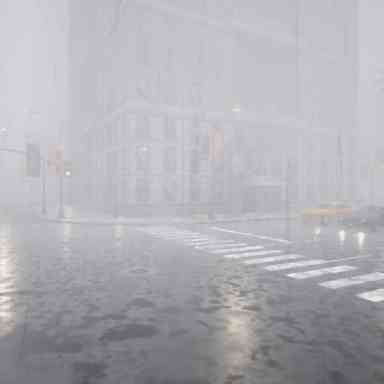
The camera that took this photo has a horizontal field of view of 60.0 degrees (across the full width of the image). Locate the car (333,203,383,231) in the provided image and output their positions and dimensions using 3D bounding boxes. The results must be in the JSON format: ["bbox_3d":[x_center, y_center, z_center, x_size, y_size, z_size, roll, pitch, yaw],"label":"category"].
[{"bbox_3d":[11.683,1.547,20.941,5.357,1.411,2.033,0,0,-29],"label":"car"}]

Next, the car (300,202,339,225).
[{"bbox_3d":[9.988,1.477,23.999,5.008,1.535,1.882,0,0,-29],"label":"car"}]
